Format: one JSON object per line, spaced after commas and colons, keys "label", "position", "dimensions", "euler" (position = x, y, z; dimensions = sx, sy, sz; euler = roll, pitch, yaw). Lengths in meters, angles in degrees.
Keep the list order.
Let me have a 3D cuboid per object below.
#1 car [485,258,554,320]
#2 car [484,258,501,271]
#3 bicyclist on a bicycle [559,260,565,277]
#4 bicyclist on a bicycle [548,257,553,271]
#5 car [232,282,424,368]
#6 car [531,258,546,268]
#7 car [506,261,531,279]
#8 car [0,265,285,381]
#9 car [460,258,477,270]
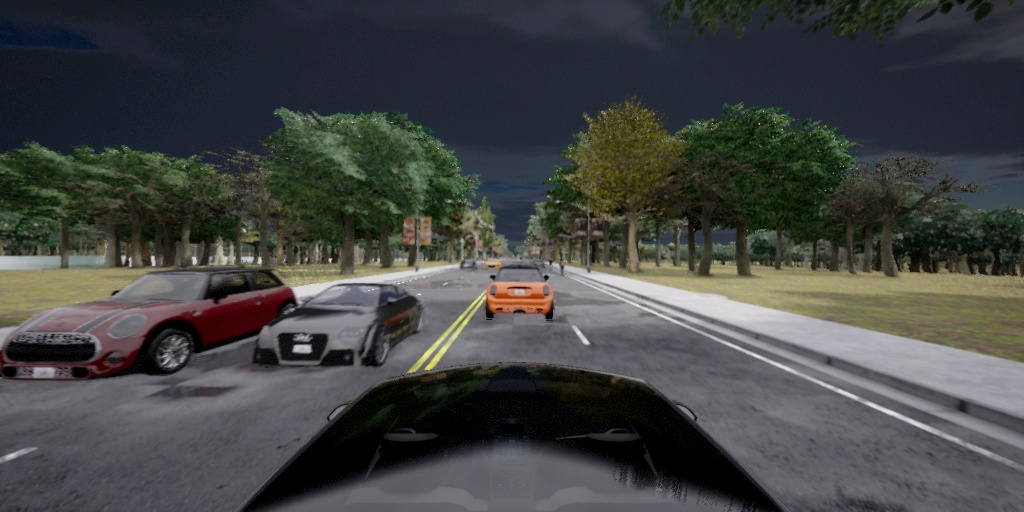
{"label": "car", "position": [0.261, 1.073, 12.689], "dimensions": [2.097, 1.767, 4.553], "euler": [0, 0, 1]}
{"label": "car", "position": [-2.557, 1.092, 48.431], "dimensions": [1.882, 1.535, 5.008], "euler": [0, 0, 1]}
{"label": "bicyclist on a bicycle", "position": [4.655, 1.151, 33.301], "dimensions": [0.582, 1.620, 1.656], "euler": [0, 0, 1]}
{"label": "bicyclist on a bicycle", "position": [4.861, 1.047, 45.221], "dimensions": [0.659, 1.776, 1.843], "euler": [0, 0, 1]}
{"label": "car", "position": [-3.276, 1.272, 7.652], "dimensions": [1.994, 1.385, 4.181], "euler": [0, 0, 1]}
{"label": "car", "position": [4.298, 1.148, 58.620], "dimensions": [2.128, 1.511, 4.902], "euler": [0, 0, 1]}
{"label": "car", "position": [0.602, 1.216, 32.679], "dimensions": [2.033, 1.411, 5.357], "euler": [0, 0, 1]}
{"label": "car", "position": [-6.531, 1.037, 7.277], "dimensions": [2.097, 1.767, 4.553], "euler": [0, 0, 1]}
{"label": "car", "position": [-5.814, 1.082, 48.100], "dimensions": [2.128, 1.511, 4.902], "euler": [0, 0, 1]}
